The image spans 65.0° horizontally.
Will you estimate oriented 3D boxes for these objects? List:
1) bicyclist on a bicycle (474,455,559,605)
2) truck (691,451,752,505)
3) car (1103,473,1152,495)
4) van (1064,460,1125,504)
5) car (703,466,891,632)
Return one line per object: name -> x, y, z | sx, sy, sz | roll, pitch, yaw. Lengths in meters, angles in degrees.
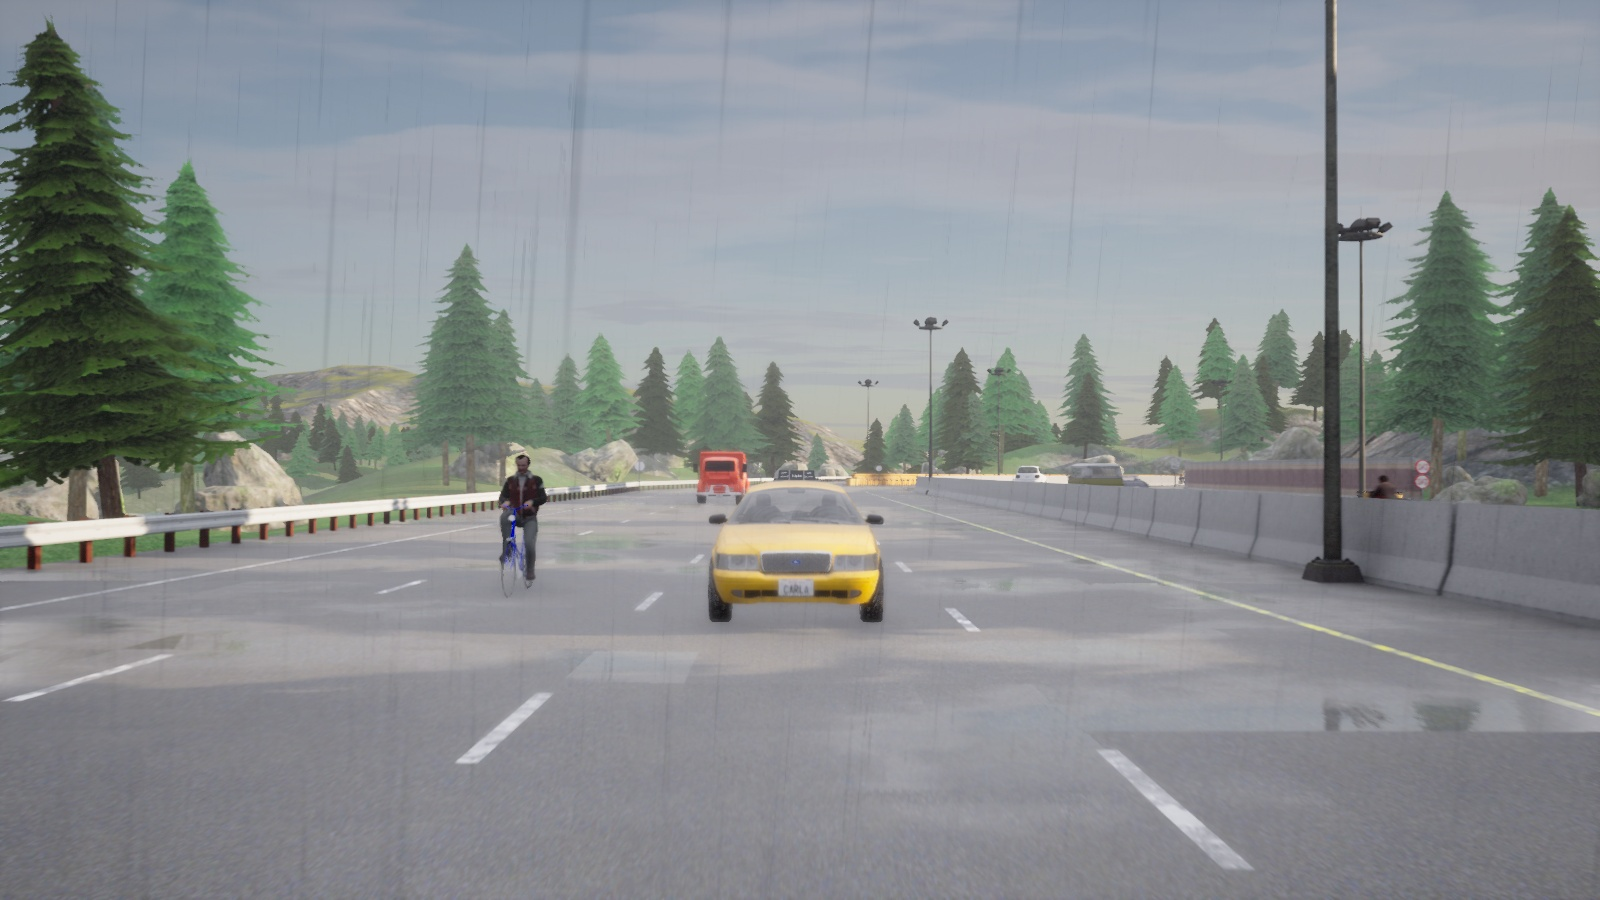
bicyclist on a bicycle -> -3.538, 0.964, 15.799 | 0.659, 1.776, 1.843 | 0, -1, 0
truck -> -3.712, 1.356, 60.281 | 2.627, 2.467, 5.204 | 0, -1, 0
car -> 20.692, 2.127, 79.551 | 1.994, 1.385, 4.181 | 0, -1, 0
van -> 13.797, 1.501, 59.038 | 1.775, 1.987, 4.442 | 0, -1, 0
car -> -0.035, 1.002, 14.719 | 1.801, 1.575, 5.366 | 0, -1, 0
